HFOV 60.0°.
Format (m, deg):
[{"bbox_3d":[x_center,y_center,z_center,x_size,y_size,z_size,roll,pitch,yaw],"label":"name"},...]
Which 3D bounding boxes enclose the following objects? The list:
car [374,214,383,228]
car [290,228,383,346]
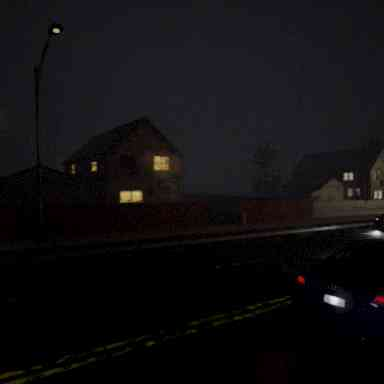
[{"bbox_3d":[13.627,1.642,21.394,4.674,1.442,1.812,0,0,-35],"label":"car"},{"bbox_3d":[3.750,1.596,6.112,4.181,1.385,1.994,0,0,-35],"label":"car"}]
